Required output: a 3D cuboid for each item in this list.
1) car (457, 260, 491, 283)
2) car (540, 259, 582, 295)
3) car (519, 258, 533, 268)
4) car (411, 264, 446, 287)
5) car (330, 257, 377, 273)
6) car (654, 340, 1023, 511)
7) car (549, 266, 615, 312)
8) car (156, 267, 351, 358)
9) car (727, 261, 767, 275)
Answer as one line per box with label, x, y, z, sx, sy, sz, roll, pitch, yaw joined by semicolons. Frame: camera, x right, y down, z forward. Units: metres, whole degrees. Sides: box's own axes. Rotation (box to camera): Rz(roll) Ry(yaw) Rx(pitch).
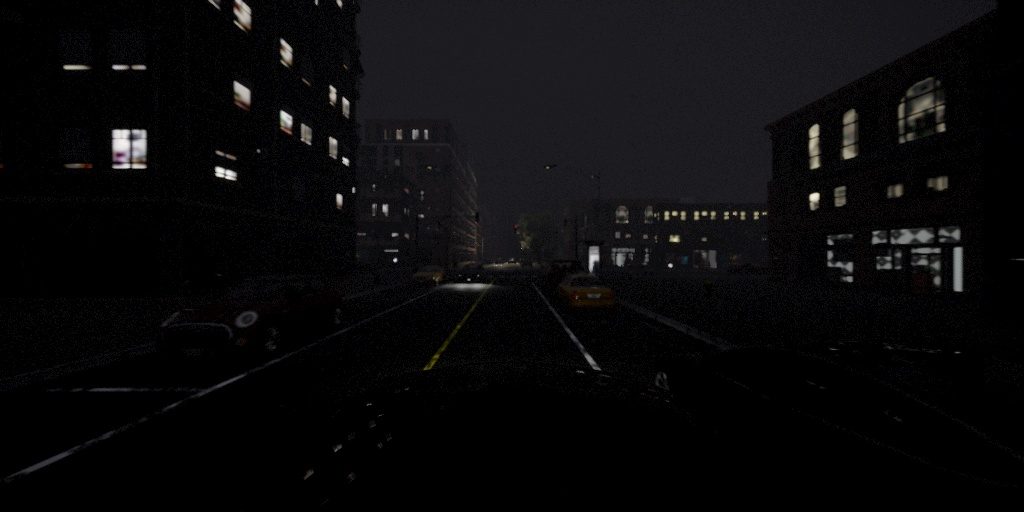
car;-3.026;1.290;28.084;2.033;1.411;5.357;0;0;1
car;2.697;1.059;19.467;2.192;1.841;5.009;0;0;0
car;2.714;1.311;62.957;2.007;1.370;4.403;0;0;0
car;-5.683;1.268;24.841;1.751;1.417;4.829;0;0;0
car;-17.262;1.002;39.246;5.009;1.841;2.192;0;0;0
car;2.690;1.315;2.848;1.948;1.339;4.313;0;0;0
car;2.695;1.272;14.097;1.751;1.417;4.829;0;0;0
car;-5.688;1.188;8.391;1.967;1.591;4.097;0;0;0
car;26.162;1.409;39.485;4.507;1.381;1.888;0;0;0
